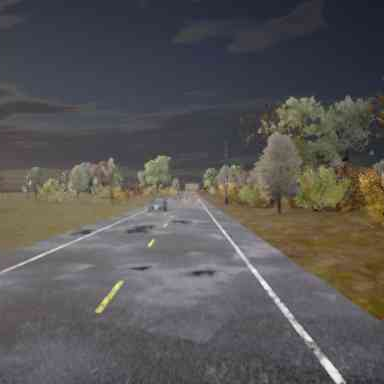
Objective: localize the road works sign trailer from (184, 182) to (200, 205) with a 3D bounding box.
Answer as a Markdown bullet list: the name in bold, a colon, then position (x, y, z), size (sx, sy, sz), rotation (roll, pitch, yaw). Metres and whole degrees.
- **road works sign trailer**: position (0.000, 0.267, 53.027), size (2.380, 3.560, 2.880), rotation (0, 0, 0)

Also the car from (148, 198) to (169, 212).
- **car**: position (-3.591, 1.366, 36.082), size (2.128, 1.511, 4.902), rotation (0, 0, 0)
